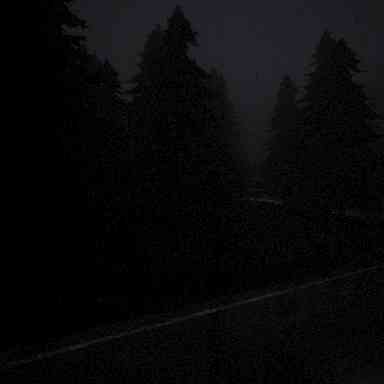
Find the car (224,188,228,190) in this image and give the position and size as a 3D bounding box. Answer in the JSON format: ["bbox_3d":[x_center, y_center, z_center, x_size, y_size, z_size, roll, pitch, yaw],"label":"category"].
[{"bbox_3d":[6.384,-0.103,45.967,2.128,1.511,4.902,0,5,-30],"label":"car"}]
